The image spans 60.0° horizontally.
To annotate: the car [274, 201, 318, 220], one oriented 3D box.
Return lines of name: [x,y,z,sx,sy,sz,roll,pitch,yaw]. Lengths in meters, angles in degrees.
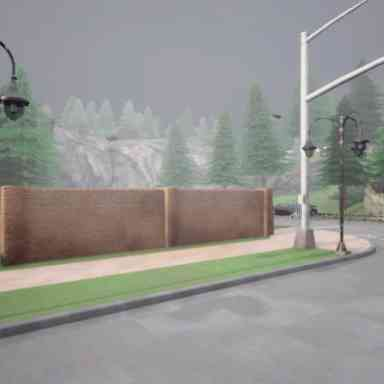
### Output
car: [8.319,1.490,28.520,2.128,1.511,4.902,0,0,-35]
